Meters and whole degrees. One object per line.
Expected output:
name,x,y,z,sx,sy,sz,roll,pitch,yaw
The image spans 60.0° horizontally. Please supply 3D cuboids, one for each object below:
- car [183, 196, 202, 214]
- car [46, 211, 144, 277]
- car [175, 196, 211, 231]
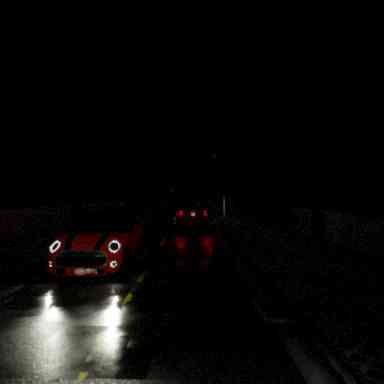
car,0.068,1.533,41.275,2.150,2.045,5.566,0,0,0
car,-2.847,1.458,10.714,2.097,1.767,4.553,0,0,0
car,0.072,1.423,22.231,2.150,2.045,5.566,0,0,0
